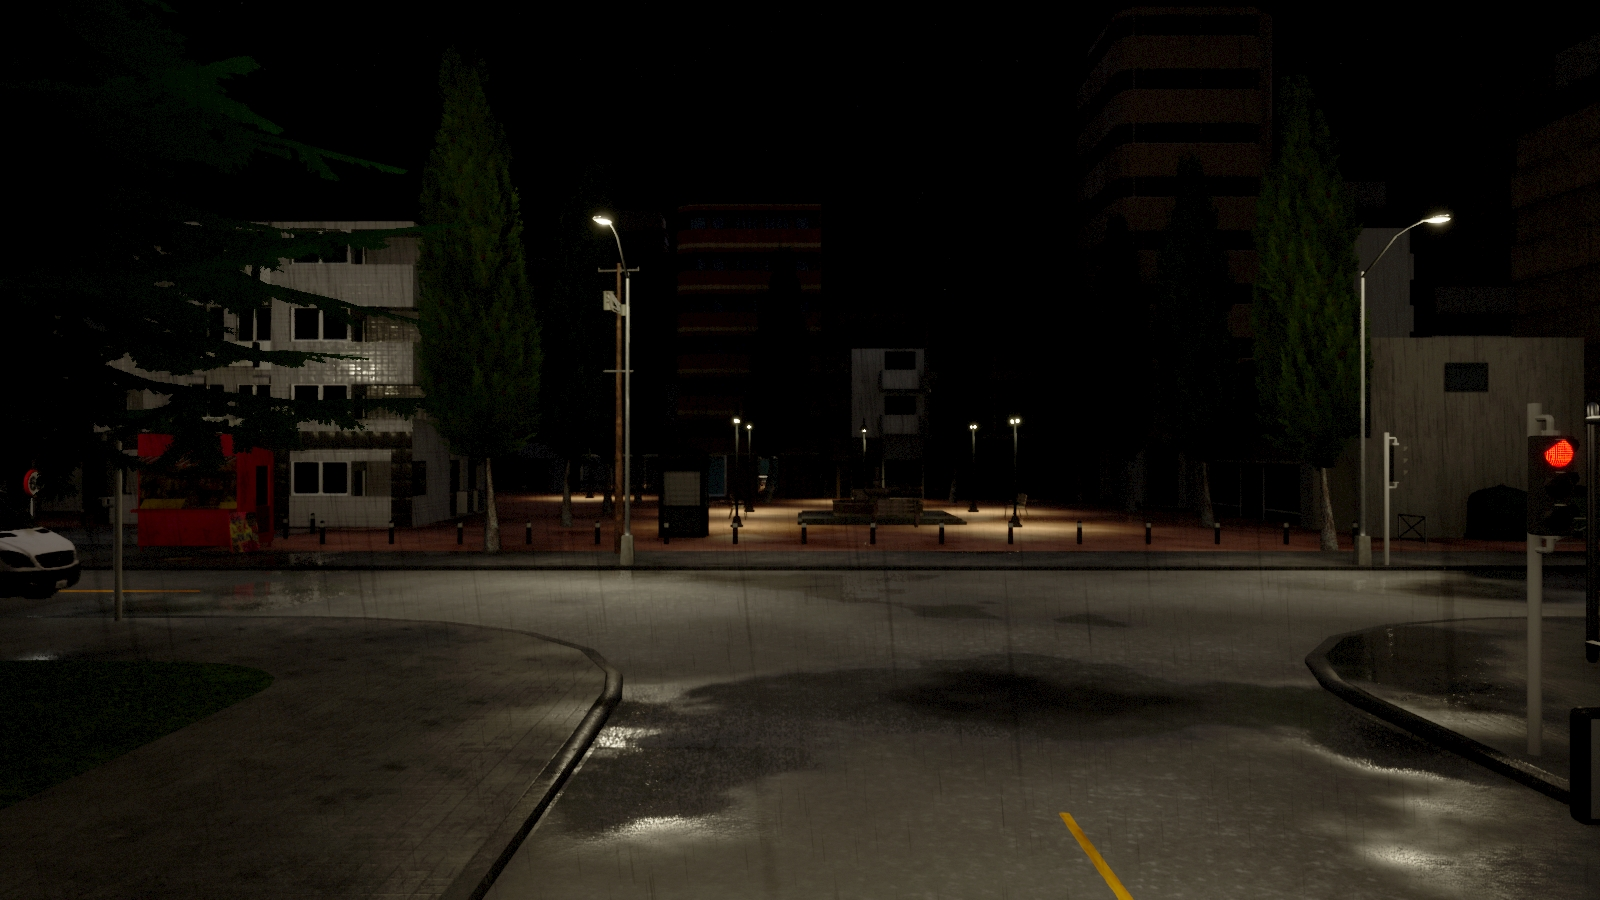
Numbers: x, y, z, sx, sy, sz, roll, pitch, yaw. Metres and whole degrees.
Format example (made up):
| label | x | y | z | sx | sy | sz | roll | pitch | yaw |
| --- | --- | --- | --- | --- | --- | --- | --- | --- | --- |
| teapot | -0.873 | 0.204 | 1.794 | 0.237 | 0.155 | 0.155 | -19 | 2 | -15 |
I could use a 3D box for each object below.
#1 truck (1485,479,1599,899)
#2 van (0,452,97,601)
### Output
| label | x | y | z | sx | sy | sz | roll | pitch | yaw |
| --- | --- | --- | --- | --- | --- | --- | --- | --- | --- |
| truck | 4.017 | 1.349 | 1.921 | 2.627 | 2.467 | 5.204 | 0 | 0 | 0 |
| van | -16.270 | 1.323 | 20.648 | 5.915 | 2.561 | 1.988 | 0 | 0 | 0 |
